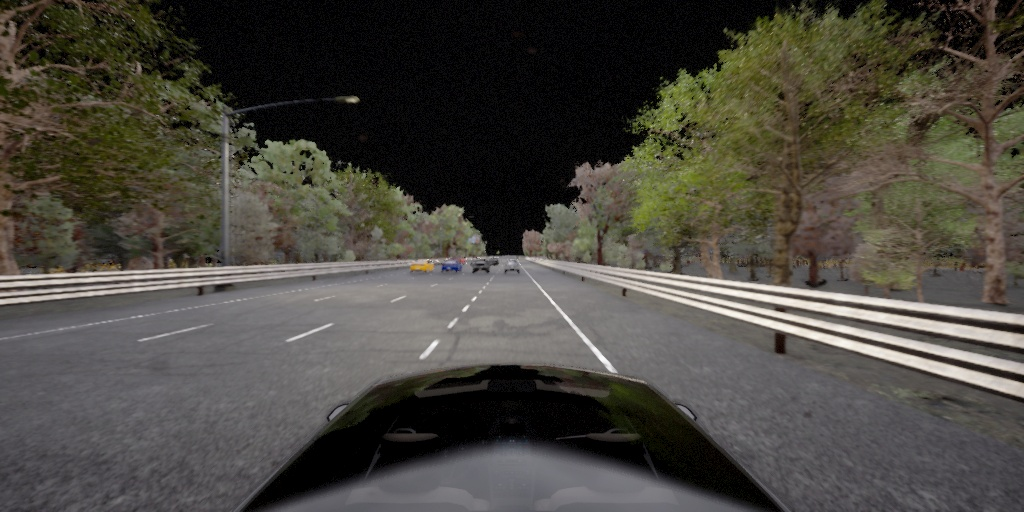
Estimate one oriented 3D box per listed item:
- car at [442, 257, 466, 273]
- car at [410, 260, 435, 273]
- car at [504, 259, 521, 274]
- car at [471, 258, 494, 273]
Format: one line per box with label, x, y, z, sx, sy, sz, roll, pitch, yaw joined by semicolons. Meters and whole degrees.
car;-6.985;1.187;42.239;1.882;1.535;5.008;0;0;0
car;-10.484;1.187;42.250;1.882;1.535;5.008;0;0;0
car;0.005;1.257;40.983;2.033;1.411;5.357;0;0;0
car;-3.488;1.216;41.876;1.837;1.490;4.892;0;1;0
